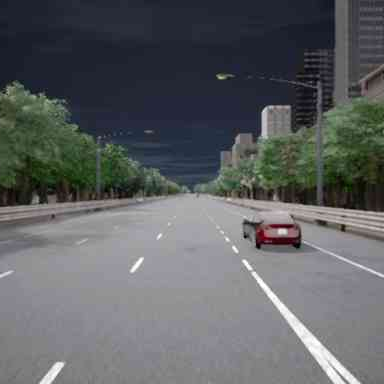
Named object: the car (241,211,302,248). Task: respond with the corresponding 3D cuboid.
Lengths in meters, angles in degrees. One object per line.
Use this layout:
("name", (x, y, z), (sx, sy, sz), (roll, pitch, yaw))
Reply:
("car", (3.535, 1.610, 15.392), (2.163, 1.488, 4.792), (0, 0, 0))
